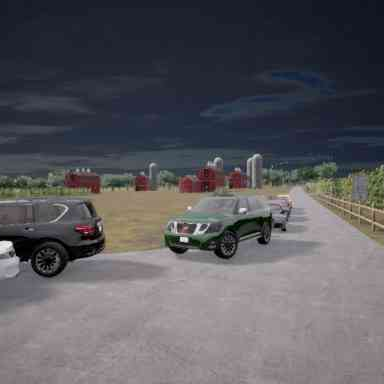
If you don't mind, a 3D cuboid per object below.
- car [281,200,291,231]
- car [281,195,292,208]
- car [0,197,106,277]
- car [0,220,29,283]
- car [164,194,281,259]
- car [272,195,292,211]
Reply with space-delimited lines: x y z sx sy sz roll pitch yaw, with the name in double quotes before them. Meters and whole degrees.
"car" 4.401 1.380 19.005 1.994 1.385 4.181 0 0 17
"car" 6.248 1.235 24.741 1.882 1.535 5.008 0 0 18
"car" -5.372 1.227 9.601 5.566 2.045 2.150 -1 1 -4
"car" -6.103 1.612 6.677 4.674 1.442 1.812 -2 2 -38
"car" 1.289 1.108 12.679 2.150 2.045 5.566 0 0 34
"car" 9.976 1.110 36.492 1.882 1.535 5.008 0 0 18
